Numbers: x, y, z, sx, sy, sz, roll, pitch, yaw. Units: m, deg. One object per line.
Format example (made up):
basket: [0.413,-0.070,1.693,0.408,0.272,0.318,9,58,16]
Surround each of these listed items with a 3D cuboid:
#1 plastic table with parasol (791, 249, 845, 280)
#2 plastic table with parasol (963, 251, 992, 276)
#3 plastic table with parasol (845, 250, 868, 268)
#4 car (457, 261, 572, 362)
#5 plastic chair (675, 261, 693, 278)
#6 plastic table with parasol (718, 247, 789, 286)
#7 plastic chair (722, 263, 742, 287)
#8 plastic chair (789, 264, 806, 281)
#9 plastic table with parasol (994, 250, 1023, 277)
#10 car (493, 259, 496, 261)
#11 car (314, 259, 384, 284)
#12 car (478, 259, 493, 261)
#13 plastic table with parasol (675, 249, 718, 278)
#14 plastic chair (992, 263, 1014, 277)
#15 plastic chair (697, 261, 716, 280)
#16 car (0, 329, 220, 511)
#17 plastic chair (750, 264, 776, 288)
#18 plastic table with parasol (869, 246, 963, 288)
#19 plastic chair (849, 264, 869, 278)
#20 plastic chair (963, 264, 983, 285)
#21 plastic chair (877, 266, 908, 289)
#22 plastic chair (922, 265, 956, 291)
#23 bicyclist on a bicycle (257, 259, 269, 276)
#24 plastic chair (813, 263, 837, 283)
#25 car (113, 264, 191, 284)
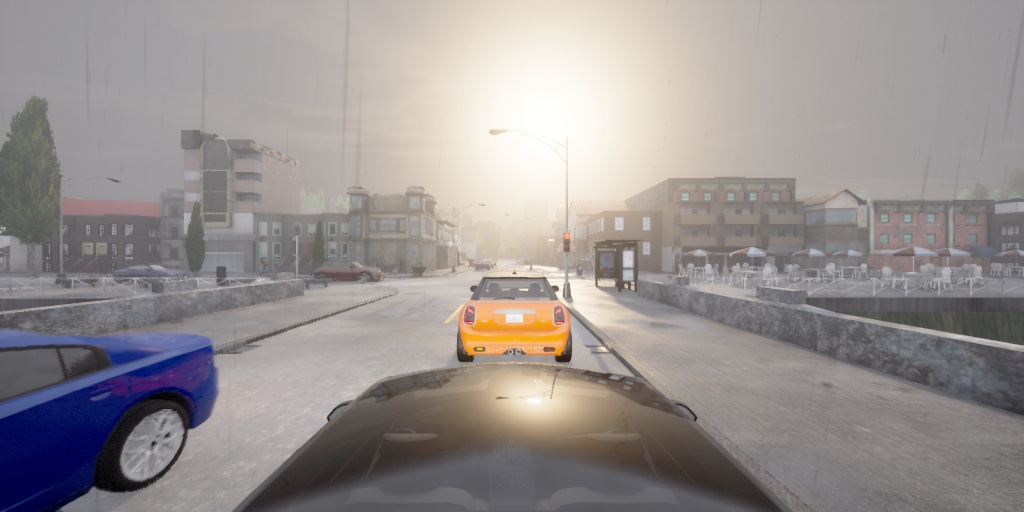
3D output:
plastic table with parasol: [22.905,0.675,27.458,2.482,2.480,2.482,0,0,0]
plastic table with parasol: [30.514,0.675,25.085,2.482,2.480,2.482,0,0,0]
plastic table with parasol: [30.236,0.675,32.175,2.482,2.480,2.482,0,0,0]
car: [0.062,1.102,8.353,2.097,1.767,4.553,0,0,1]
plastic chair: [14.706,1.279,30.610,0.730,1.272,0.750,0,0,0]
plastic table with parasol: [15.173,0.675,22.670,2.482,2.480,2.482,0,0,0]
plastic chair: [13.903,1.279,22.811,0.730,1.272,0.750,0,0,0]
plastic chair: [21.705,1.279,27.508,0.730,1.272,0.750,0,0,0]
plastic table with parasol: [46.707,0.675,33.180,2.482,2.480,2.482,0,0,0]
car: [-4.068,1.228,60.682,1.882,1.535,5.008,0,0,0]
car: [-11.882,1.102,26.362,4.553,1.767,2.097,0,0,-4]
car: [-4.088,1.228,51.032,1.882,1.535,5.008,0,0,0]
plastic table with parasol: [15.926,0.675,30.490,2.482,2.480,2.482,0,0,0]
plastic chair: [45.507,1.279,33.301,0.730,1.272,0.750,0,0,0]
plastic chair: [15.805,1.279,29.210,0.750,1.272,0.730,0,0,0]
car: [-4.080,1.227,1.716,1.882,1.535,5.008,0,0,0]
plastic chair: [15.003,1.279,21.410,0.750,1.272,0.730,0,0,0]
plastic table with parasol: [23.803,0.675,21.257,2.482,2.480,2.482,0,0,0]
plastic chair: [29.906,1.279,30.805,0.750,1.272,0.730,0,0,0]
plastic chair: [30.504,1.279,23.805,0.750,1.272,0.730,0,0,0]
plastic chair: [22.603,1.279,21.308,0.730,1.272,0.750,0,0,0]
plastic chair: [23.702,1.279,19.907,0.750,1.272,0.730,0,0,0]
bicyclist on a bicycle: [-24.013,1.099,34.562,0.582,1.620,1.656,0,0,0]
plastic chair: [22.804,1.279,26.108,0.750,1.272,0.730,0,0,0]
car: [-26.233,1.275,26.166,4.674,1.442,1.812,0,0,0]
